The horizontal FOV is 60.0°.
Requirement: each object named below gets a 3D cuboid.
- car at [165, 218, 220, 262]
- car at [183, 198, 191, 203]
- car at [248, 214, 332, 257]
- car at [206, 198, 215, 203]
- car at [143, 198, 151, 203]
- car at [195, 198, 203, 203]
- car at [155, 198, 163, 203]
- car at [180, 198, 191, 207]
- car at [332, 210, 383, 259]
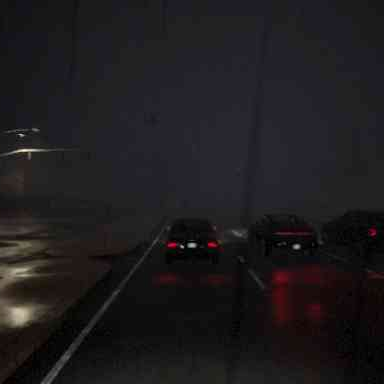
[{"bbox_3d":[-0.010,1.677,12.542,2.033,1.411,5.357,0,-1,0],"label":"car"},{"bbox_3d":[-1.432,2.508,95.418,2.033,1.411,5.357,0,-1,0],"label":"car"},{"bbox_3d":[3.487,1.632,13.505,2.128,1.511,4.902,0,0,0],"label":"car"},{"bbox_3d":[5.568,2.446,95.446,1.882,1.535,5.008,0,-1,0],"label":"car"},{"bbox_3d":[-12.931,2.441,94.766,1.837,1.490,4.892,0,-1,0],"label":"car"},{"bbox_3d":[2.068,2.470,95.506,1.837,1.490,4.892,0,-1,0],"label":"car"},{"bbox_3d":[-9.432,2.464,95.182,1.812,1.442,4.674,0,-1,0],"label":"car"},{"bbox_3d":[-1.384,2.223,64.528,1.994,1.385,4.181,0,-1,0],"label":"car"},{"bbox_3d":[6.987,1.489,13.435,2.097,1.767,4.553,0,-1,0],"label":"car"}]
